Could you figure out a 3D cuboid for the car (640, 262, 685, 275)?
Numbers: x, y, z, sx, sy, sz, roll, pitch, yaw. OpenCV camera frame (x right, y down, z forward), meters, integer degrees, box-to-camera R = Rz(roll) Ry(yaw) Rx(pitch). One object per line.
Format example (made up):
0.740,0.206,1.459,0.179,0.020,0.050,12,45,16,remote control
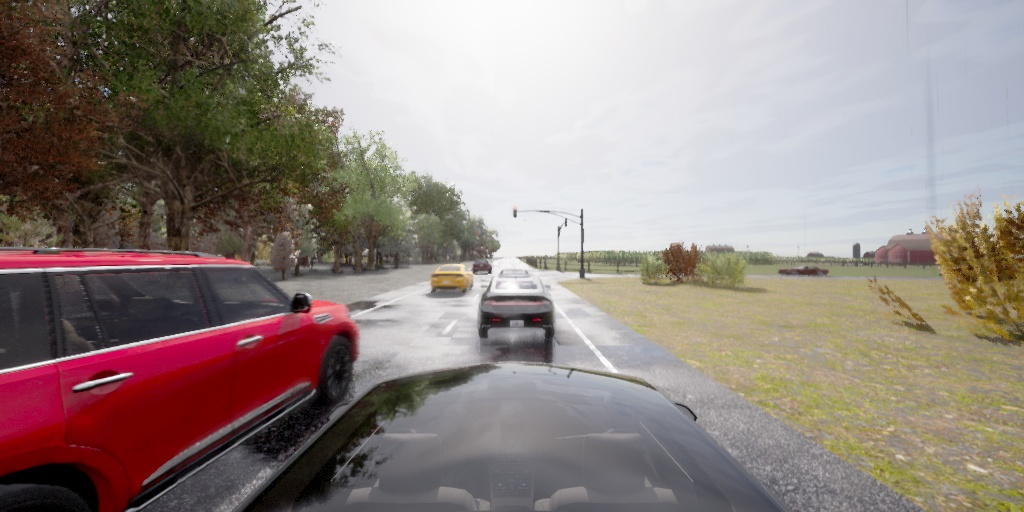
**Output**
17.469,1.442,41.703,5.008,1.535,1.882,1,-1,1,car

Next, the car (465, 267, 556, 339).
0.110,1.237,10.113,2.128,1.511,4.902,0,0,0,car

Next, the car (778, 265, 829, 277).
33.677,1.742,41.575,4.718,1.301,1.895,1,-1,0,car

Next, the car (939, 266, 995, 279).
48.625,1.795,37.888,5.357,1.411,2.033,1,-1,1,car

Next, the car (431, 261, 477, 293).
-3.382,1.216,20.941,1.882,1.535,5.008,0,0,0,car

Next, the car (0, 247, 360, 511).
-3.398,0.969,3.117,2.150,2.045,5.566,0,0,0,car

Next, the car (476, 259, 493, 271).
-3.360,1.074,41.812,2.097,1.767,4.553,0,0,0,car
